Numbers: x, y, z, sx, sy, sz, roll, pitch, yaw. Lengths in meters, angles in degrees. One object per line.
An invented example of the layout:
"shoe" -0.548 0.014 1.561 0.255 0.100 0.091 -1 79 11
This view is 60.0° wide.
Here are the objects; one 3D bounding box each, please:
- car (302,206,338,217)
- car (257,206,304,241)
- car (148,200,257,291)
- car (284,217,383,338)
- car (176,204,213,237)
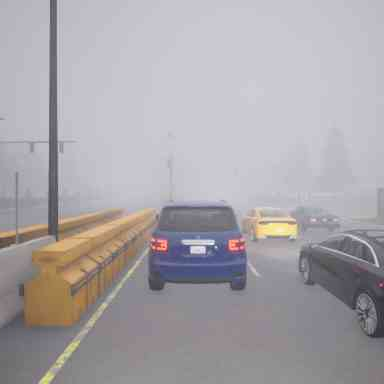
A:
"car" 7.167 1.547 20.349 2.033 1.411 5.357 0 0 1
"car" 3.643 1.478 16.411 1.882 1.535 5.008 0 0 0
"car" 0.125 1.222 9.177 2.150 2.045 5.566 0 0 0
"car" 3.614 1.492 6.569 2.128 1.511 4.902 0 0 0
"car" 0.151 1.505 19.026 1.837 1.490 4.892 0 0 0
